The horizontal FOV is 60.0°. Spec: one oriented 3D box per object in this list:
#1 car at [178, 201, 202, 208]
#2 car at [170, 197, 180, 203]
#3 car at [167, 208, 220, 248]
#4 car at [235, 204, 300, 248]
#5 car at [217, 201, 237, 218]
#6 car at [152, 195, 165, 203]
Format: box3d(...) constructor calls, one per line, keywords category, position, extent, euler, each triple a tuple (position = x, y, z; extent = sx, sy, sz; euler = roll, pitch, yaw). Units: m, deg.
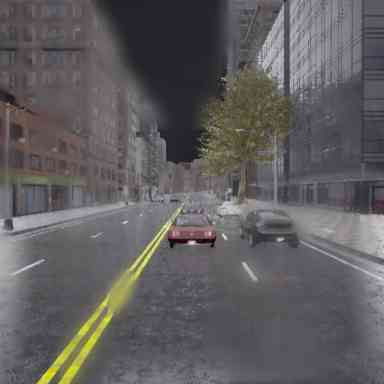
box3d(category="car", position=(0.000, 1.593, 29.680), extent=(1.895, 1.301, 4.718), euler=(0, 0, 0))
box3d(category="car", position=(-3.250, 1.581, 64.621), extent=(1.895, 1.301, 4.718), euler=(0, 0, 0))
box3d(category="car", position=(0.000, 1.607, 14.680), extent=(1.895, 1.301, 4.718), euler=(0, 0, 0))
box3d(category="car", position=(3.250, 1.507, 14.650), extent=(1.837, 1.490, 4.892), euler=(0, 0, 0))
box3d(category="car", position=(3.250, 1.510, 29.650), extent=(1.812, 1.442, 4.674), euler=(0, 0, 0))
box3d(category="car", position=(-6.500, 1.330, 64.680), extent=(2.097, 1.767, 4.553), euler=(0, 0, 0))
